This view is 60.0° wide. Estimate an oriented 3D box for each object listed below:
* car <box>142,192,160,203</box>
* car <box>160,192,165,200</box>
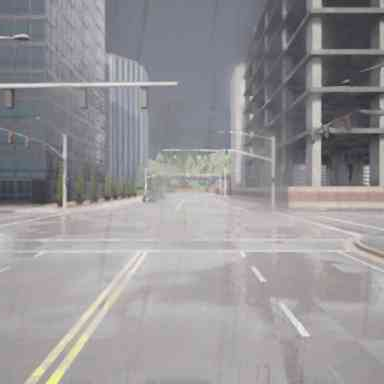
[{"bbox_3d":[-7.039,1.041,54.792,2.128,1.511,4.902,0,0,1],"label":"car"},{"bbox_3d":[-6.980,0.778,70.168,2.097,1.767,4.553,0,0,0],"label":"car"}]
